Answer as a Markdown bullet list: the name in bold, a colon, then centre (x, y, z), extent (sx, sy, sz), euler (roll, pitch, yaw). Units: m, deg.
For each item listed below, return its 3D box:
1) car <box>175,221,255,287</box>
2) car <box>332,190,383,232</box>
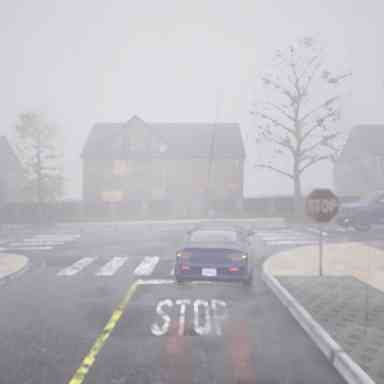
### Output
- **car**: centre (0.757, 1.529, 9.309), extent (1.812, 1.442, 4.674), euler (0, 0, 10)
- **car**: centre (10.258, 0.913, 17.585), extent (5.566, 2.045, 2.150), euler (-1, 1, 0)
